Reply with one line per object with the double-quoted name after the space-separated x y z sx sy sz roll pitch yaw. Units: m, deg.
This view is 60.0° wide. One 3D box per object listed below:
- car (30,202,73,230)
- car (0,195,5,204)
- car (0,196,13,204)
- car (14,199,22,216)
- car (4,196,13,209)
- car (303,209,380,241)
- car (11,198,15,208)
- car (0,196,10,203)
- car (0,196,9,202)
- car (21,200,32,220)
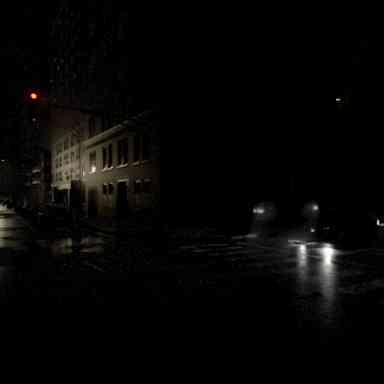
-8.762 1.565 21.032 1.947 1.339 4.313 1 0 -32 "car"
-29.423 1.541 53.773 2.008 1.369 4.403 1 0 -32 "car"
-35.326 1.552 63.128 1.947 1.339 4.313 1 0 -32 "car"
-14.666 1.548 30.387 2.008 1.369 4.403 1 0 -32 "car"
-23.520 1.560 44.419 1.947 1.339 4.313 1 0 -32 "car"
7.961 1.668 17.609 4.892 1.490 1.837 0 -1 -33 "car"
-17.617 1.541 35.064 1.887 1.381 4.507 1 0 -32 "car"
-38.278 1.566 67.806 1.802 1.307 4.206 1 0 -32 "car"
-41.229 1.547 72.483 1.947 1.339 4.313 1 0 -32 "car"
-11.714 1.543 25.709 1.887 1.381 4.507 1 0 -32 "car"
